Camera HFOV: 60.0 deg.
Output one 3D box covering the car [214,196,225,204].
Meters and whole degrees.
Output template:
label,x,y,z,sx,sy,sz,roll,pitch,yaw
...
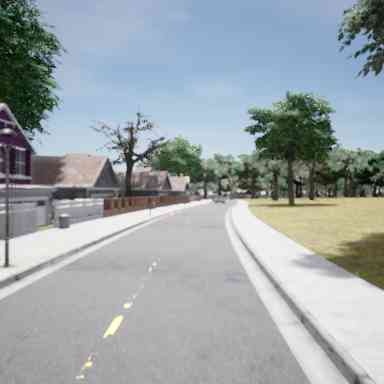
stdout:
label,x,y,z,sx,sy,sz,roll,pitch,yaw
car,5.704,1.582,69.127,2.097,1.767,4.553,0,0,9
